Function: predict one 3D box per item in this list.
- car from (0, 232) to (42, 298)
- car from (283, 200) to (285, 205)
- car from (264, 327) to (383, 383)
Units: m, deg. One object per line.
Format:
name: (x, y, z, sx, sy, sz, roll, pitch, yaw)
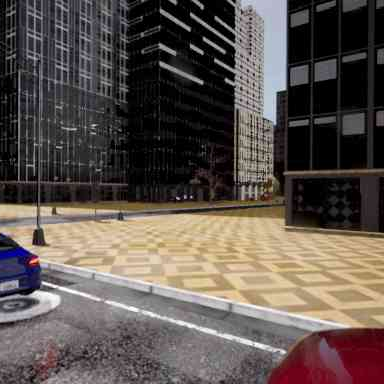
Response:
car: (-5.144, 1.521, 7.362, 4.674, 1.442, 1.812, 0, 0, 36)
car: (19.024, 1.791, 63.544, 1.837, 1.490, 4.892, 1, 0, 37)
car: (2.452, 1.564, 1.925, 4.181, 1.385, 1.994, 0, 0, 35)
